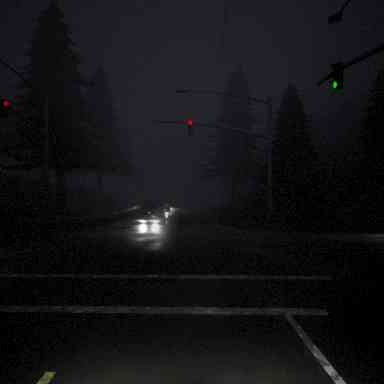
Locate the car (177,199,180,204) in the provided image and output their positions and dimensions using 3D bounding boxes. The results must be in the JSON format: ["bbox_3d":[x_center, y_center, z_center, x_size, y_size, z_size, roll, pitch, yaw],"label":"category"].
[{"bbox_3d":[-4.099,1.564,61.619,1.994,1.385,4.181,0,0,-39],"label":"car"}]

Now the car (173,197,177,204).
[{"bbox_3d":[-3.937,1.491,50.429,2.128,1.511,4.902,0,0,-7],"label":"car"}]

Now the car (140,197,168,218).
[{"bbox_3d":[-3.653,1.491,30.775,2.128,1.511,4.902,0,0,0],"label":"car"}]

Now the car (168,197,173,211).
[{"bbox_3d":[-3.648,1.478,40.278,1.882,1.535,5.008,0,0,0],"label":"car"}]
